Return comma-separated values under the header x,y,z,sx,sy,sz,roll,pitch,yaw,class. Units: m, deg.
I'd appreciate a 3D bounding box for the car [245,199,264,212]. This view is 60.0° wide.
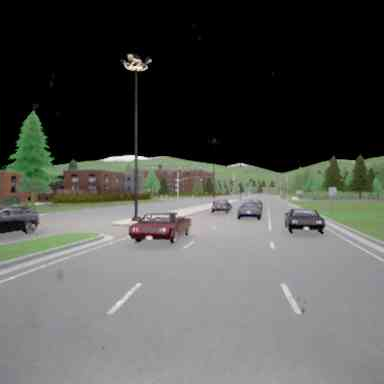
x,y,z,sx,sy,sz,roll,pitch,yaw,class
7.888,1.628,41.623,2.033,1.411,5.357,0,0,13,car

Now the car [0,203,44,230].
x,y,z,sx,sy,sz,roll,pitch,yaw,class
-12.212,1.533,21.759,2.128,1.511,4.902,0,0,13,car

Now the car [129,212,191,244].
x,y,z,sx,sy,sz,roll,pitch,yaw,class
-1.345,1.632,16.134,1.895,1.301,4.718,0,0,11,car

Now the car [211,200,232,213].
x,y,z,sx,sy,sz,roll,pitch,yaw,class
3.403,1.619,37.628,2.033,1.411,5.357,0,0,13,car

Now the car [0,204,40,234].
x,y,z,sx,sy,sz,roll,pitch,yaw,class
-9.884,1.523,16.722,2.128,1.511,4.902,0,0,15,car

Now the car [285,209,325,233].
x,y,z,sx,sy,sz,roll,pitch,yaw,class
6.591,1.639,19.883,1.895,1.301,4.718,0,0,12,car

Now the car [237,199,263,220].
x,y,z,sx,sy,sz,roll,pitch,yaw,class
5.119,1.620,29.315,1.994,1.385,4.181,0,0,13,car
